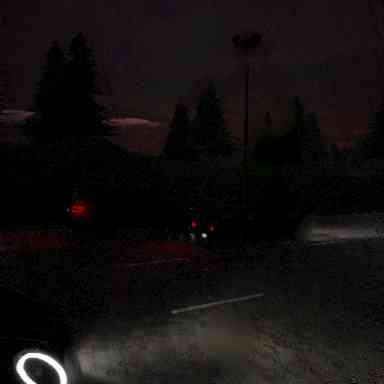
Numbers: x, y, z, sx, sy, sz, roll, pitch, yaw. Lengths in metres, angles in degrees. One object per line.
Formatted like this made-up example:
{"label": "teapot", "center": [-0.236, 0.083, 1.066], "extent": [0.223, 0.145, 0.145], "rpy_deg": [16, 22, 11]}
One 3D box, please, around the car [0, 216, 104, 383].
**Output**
{"label": "car", "center": [-3.060, 1.242, 2.110], "extent": [4.553, 1.767, 2.097], "rpy_deg": [0, 2, -29]}

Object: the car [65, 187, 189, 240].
{"label": "car", "center": [-2.544, 0.805, 14.417], "extent": [5.566, 2.045, 2.150], "rpy_deg": [0, 2, -29]}

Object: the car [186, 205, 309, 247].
{"label": "car", "center": [2.383, 1.290, 13.174], "extent": [4.718, 1.301, 1.895], "rpy_deg": [0, 2, -29]}
